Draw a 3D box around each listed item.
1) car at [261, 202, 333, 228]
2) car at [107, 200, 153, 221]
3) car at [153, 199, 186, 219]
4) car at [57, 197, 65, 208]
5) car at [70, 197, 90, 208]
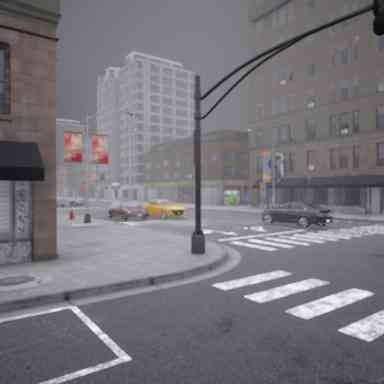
[{"bbox_3d":[6.651,1.424,21.562,1.837,1.490,4.892,1,0,-34],"label":"car"},{"bbox_3d":[-5.302,1.458,26.827,1.812,1.442,4.674,0,0,-36],"label":"car"},{"bbox_3d":[-2.472,1.396,28.427,1.882,1.535,5.008,0,0,-36],"label":"car"},{"bbox_3d":[-18.846,1.423,45.688,1.812,1.442,4.674,0,0,-35],"label":"car"},{"bbox_3d":[-16.070,1.409,47.394,1.812,1.442,4.674,0,0,-35],"label":"car"}]
